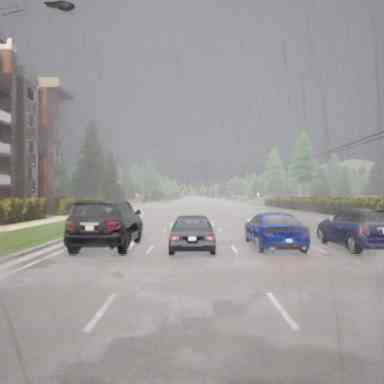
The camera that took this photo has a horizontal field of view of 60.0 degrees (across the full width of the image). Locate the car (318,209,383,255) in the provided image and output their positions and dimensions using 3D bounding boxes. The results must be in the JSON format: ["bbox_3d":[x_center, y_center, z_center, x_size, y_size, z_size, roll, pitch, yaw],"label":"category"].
[{"bbox_3d":[7.012,1.481,14.065,2.097,1.767,4.553,0,-1,0],"label":"car"}]

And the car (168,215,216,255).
[{"bbox_3d":[0.011,1.677,13.973,2.033,1.411,5.357,0,0,0],"label":"car"}]

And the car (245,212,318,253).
[{"bbox_3d":[3.515,1.612,14.452,1.882,1.535,5.008,0,0,0],"label":"car"}]

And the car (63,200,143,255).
[{"bbox_3d":[-3.489,1.347,14.008,2.150,2.045,5.566,0,0,0],"label":"car"}]
